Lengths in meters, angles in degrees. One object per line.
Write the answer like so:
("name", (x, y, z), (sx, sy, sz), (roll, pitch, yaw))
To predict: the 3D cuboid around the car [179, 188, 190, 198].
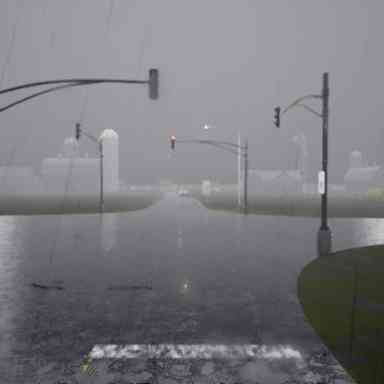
("car", (-1.453, 0.453, 70.849), (1.812, 1.442, 4.674), (0, 1, -3))
